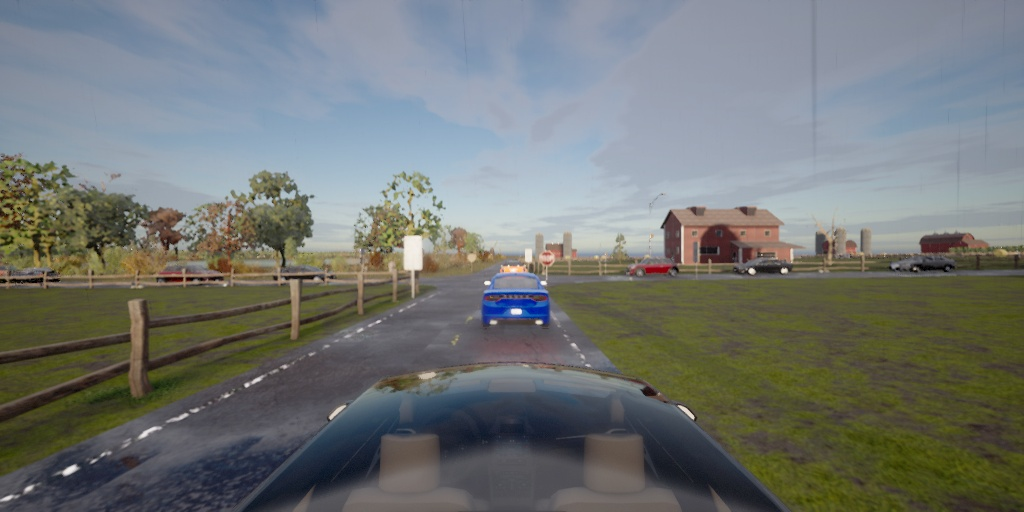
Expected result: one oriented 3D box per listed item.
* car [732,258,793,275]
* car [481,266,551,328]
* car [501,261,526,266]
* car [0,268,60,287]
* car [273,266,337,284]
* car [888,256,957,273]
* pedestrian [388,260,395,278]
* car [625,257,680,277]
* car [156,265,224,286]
[{"bbox_3d":[22.851,0.970,32.808,4.892,1.490,1.837,-1,0,1],"label":"car"},{"bbox_3d":[0.111,1.252,11.544,1.882,1.535,5.008,0,0,0],"label":"car"},{"bbox_3d":[0.121,1.162,30.043,2.097,1.767,4.553,-1,0,0],"label":"car"},{"bbox_3d":[-42.999,2.004,31.820,4.718,1.301,1.895,-1,0,12],"label":"car"},{"bbox_3d":[-17.405,1.562,30.240,4.892,1.490,1.837,-1,0,1],"label":"car"},{"bbox_3d":[37.289,0.739,32.666,4.902,1.511,2.128,-1,0,0],"label":"car"},{"bbox_3d":[-12.115,1.252,36.148,0.375,1.860,0.375,0,1,1],"label":"pedestrian"},{"bbox_3d":[12.758,0.967,32.851,4.553,1.767,2.097,-1,0,-1],"label":"car"},{"bbox_3d":[-27.175,1.545,30.416,4.553,1.767,2.097,-1,0,2],"label":"car"}]
